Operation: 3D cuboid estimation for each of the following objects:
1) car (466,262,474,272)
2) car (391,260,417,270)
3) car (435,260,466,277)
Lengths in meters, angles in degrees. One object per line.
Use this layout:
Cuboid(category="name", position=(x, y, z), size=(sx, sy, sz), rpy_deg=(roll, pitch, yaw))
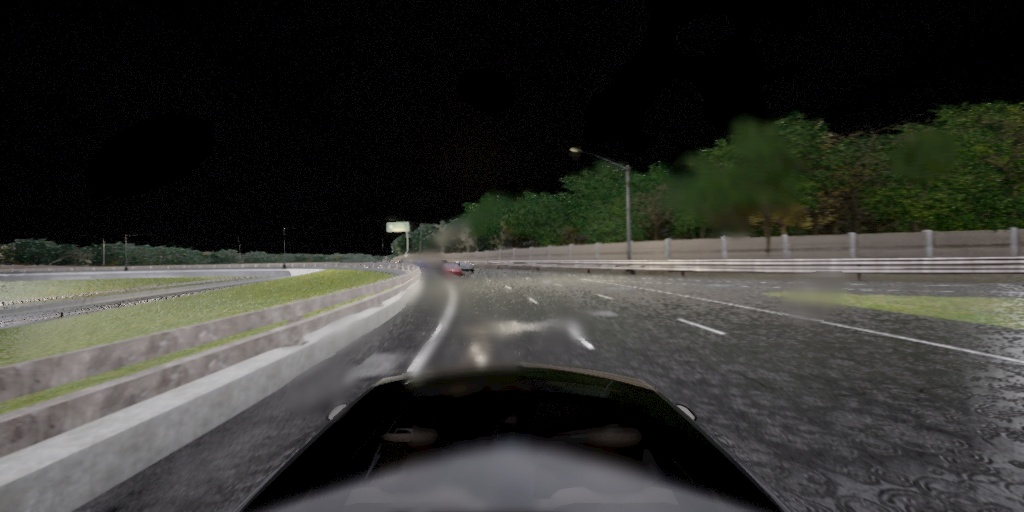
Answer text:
Cuboid(category="car", position=(-6.474, 1.442, 47.305), size=(1.994, 1.385, 4.181), rpy_deg=(-1, 0, -25))
Cuboid(category="car", position=(-18.357, 1.473, 60.971), size=(2.097, 1.767, 4.553), rpy_deg=(-1, 0, -35))
Cuboid(category="car", position=(-6.768, 1.449, 38.957), size=(1.994, 1.385, 4.181), rpy_deg=(-1, 0, -20))
